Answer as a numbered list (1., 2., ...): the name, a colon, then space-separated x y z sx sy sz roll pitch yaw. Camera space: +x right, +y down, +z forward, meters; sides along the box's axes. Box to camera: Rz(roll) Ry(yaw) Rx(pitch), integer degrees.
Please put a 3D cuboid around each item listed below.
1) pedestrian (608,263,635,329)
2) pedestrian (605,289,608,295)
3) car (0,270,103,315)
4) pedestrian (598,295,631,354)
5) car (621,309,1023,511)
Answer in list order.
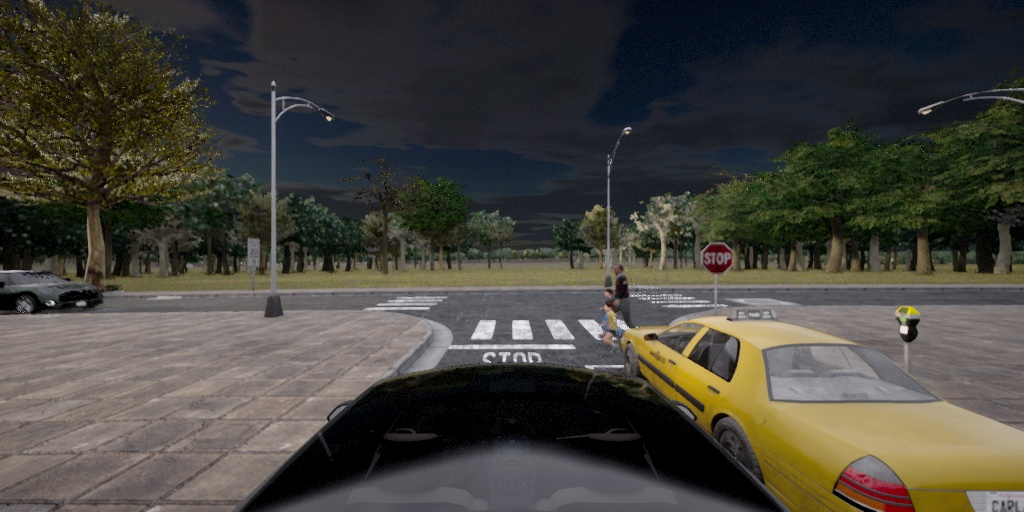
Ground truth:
1. pedestrian: 2.454 1.040 8.060 0.375 1.860 0.375 0 0 0
2. pedestrian: 2.419 1.320 8.659 0.375 1.300 0.375 0 0 0
3. car: -19.401 1.352 14.295 4.553 1.767 2.097 -1 0 0
4. pedestrian: 2.037 1.420 7.314 0.500 1.100 0.500 0 0 0
5. car: 2.638 1.274 4.198 1.751 1.417 4.829 0 0 0
